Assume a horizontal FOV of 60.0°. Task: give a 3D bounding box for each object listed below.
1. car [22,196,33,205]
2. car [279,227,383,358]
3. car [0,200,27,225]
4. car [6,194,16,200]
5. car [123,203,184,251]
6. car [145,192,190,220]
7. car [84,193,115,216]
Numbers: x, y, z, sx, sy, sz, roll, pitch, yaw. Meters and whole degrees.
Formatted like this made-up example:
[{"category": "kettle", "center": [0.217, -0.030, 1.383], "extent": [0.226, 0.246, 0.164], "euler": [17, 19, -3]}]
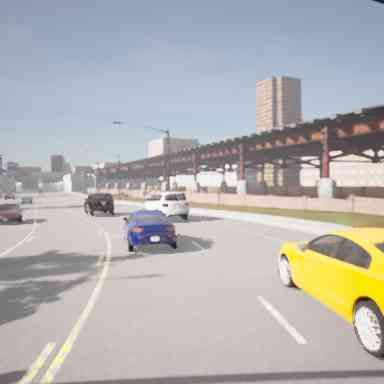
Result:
[{"category": "car", "center": [-30.746, 1.583, 62.149], "extent": [2.128, 1.511, 4.902], "euler": [-2, 1, -25]}, {"category": "car", "center": [3.127, 1.366, 5.911], "extent": [1.882, 1.535, 5.008], "euler": [-1, 1, -5]}, {"category": "car", "center": [-13.503, 1.610, 24.606], "extent": [1.812, 1.442, 4.674], "euler": [-2, 1, -25]}, {"category": "car", "center": [-38.954, 1.159, 71.532], "extent": [1.882, 1.535, 5.008], "euler": [-2, 1, -25]}, {"category": "car", "center": [-1.816, 1.435, 13.727], "extent": [1.812, 1.442, 4.674], "euler": [-1, 1, -14]}, {"category": "car", "center": [-2.014, 1.019, 24.914], "extent": [2.150, 2.045, 5.566], "euler": [-2, 1, -23]}, {"category": "car", "center": [-8.846, 1.119, 31.633], "extent": [2.150, 2.045, 5.566], "euler": [-2, 1, -25]}]
